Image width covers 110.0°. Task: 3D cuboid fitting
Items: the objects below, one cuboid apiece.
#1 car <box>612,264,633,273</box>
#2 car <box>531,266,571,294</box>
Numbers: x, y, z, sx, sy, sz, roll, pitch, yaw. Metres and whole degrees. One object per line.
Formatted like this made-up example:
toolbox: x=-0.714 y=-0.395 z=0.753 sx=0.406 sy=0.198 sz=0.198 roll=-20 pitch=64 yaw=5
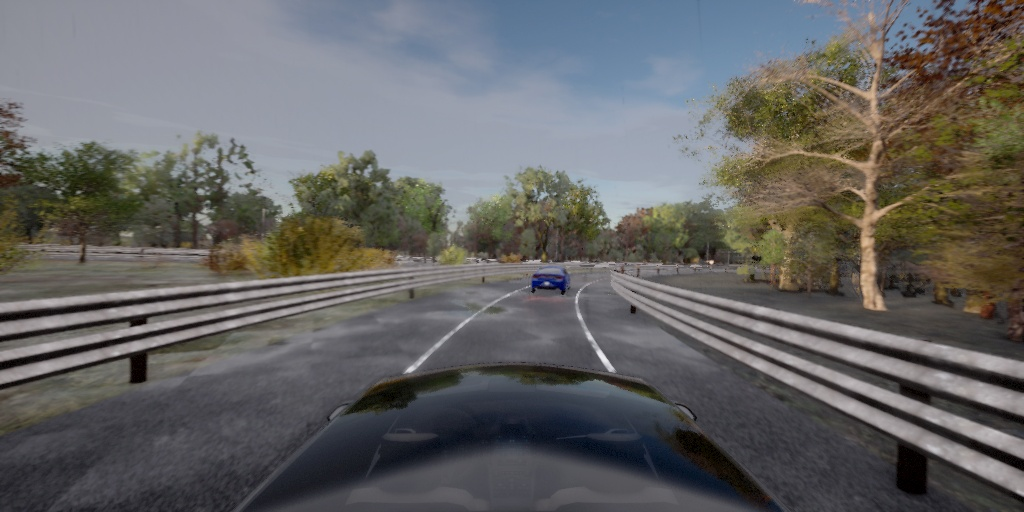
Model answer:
car: x=15.345 y=1.824 z=49.845 sx=1.812 sy=1.442 sz=4.674 roll=2 pitch=0 yaw=35
car: x=2.418 y=1.327 z=21.429 sx=1.882 sy=1.535 sz=5.008 roll=1 pitch=0 yaw=13
